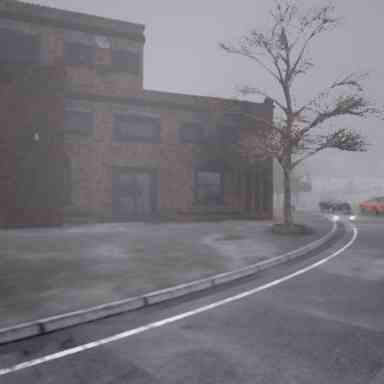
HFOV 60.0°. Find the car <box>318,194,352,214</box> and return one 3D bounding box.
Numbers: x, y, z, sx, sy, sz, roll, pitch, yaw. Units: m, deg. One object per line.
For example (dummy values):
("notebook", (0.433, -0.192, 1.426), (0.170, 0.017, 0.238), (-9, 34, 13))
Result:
("car", (14.748, 1.295, 34.573), (1.882, 1.535, 5.008), (0, 0, 1))

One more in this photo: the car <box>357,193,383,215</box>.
("car", (17.929, 1.268, 32.066), (2.097, 1.767, 4.553), (0, 0, 6))
